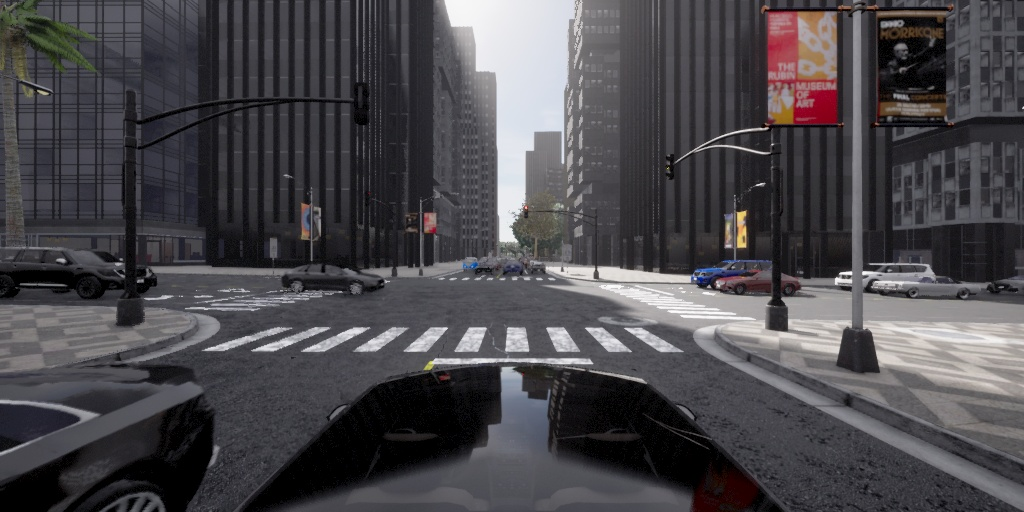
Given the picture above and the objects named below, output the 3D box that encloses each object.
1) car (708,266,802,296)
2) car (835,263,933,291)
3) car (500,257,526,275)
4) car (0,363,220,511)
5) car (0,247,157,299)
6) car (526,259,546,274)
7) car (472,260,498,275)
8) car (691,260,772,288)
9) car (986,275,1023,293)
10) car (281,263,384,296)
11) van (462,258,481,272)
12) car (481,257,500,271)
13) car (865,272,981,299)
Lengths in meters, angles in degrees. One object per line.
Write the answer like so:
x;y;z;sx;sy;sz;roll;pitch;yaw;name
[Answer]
14.844;1.579;21.701;4.674;1.442;1.812;1;0;0;car
25.887;1.488;24.904;5.566;2.045;2.150;1;0;0;car
0.186;1.109;39.906;2.097;1.767;4.553;0;0;2;car
-3.079;1.242;0.562;2.128;1.511;4.902;0;0;0;car
-18.495;0.662;15.107;5.566;2.045;2.150;1;0;-2;car
2.988;1.308;41.771;2.007;1.370;4.403;0;0;1;car
-2.896;1.358;38.986;1.895;1.301;4.718;0;0;1;car
15.530;1.294;24.943;5.566;2.045;2.150;1;0;0;car
35.928;2.022;24.853;4.181;1.385;1.994;1;0;0;car
-9.064;1.136;18.340;4.892;1.490;1.837;2;1;0;car
-5.482;1.101;47.366;1.690;1.789;3.998;0;0;1;van
-2.789;1.113;49.270;2.097;1.767;4.553;0;0;1;car
24.824;1.841;21.660;4.718;1.301;1.895;1;0;0;car
